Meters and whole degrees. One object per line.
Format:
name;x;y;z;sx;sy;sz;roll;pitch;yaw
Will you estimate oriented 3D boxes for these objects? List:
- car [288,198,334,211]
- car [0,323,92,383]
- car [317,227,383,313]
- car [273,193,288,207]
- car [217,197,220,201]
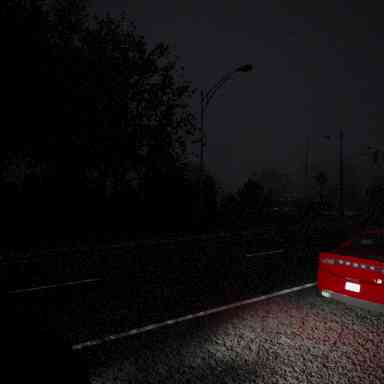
car;14.463;1.478;39.831;1.882;1.535;5.008;0;0;-33
car;-2.980;1.492;1.628;4.902;1.511;2.128;0;0;-35
car;4.771;1.478;7.128;5.008;1.535;1.882;0;0;-35
car;12.158;1.213;50.450;2.150;2.045;5.566;0;0;-33
car;3.913;1.454;56.641;1.812;1.442;4.674;0;1;-32
